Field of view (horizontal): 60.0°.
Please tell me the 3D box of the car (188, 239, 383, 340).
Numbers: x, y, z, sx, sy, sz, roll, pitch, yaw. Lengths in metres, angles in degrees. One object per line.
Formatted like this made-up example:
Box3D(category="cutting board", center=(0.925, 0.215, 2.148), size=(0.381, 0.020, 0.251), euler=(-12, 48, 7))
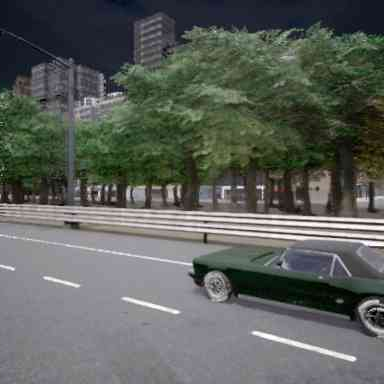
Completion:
Box3D(category="car", center=(2.250, 1.604, 6.562), size=(4.718, 1.301, 1.895), euler=(0, 0, 36))
